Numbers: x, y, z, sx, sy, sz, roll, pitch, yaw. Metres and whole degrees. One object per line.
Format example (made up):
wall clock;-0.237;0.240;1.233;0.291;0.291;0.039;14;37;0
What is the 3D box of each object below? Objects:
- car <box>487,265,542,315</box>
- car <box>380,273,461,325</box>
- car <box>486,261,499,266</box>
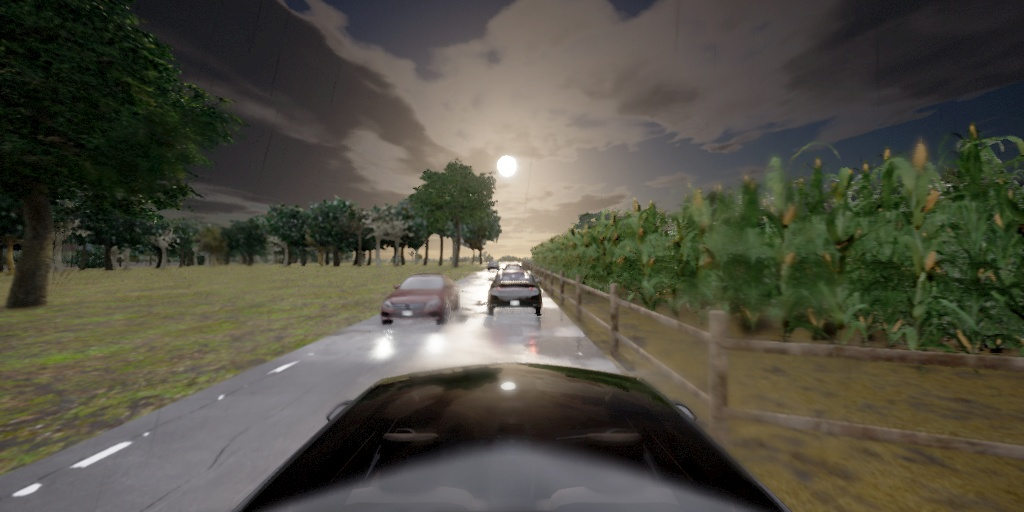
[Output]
car;0.095;1.286;13.786;2.128;1.511;4.902;0;0;0
car;-2.851;1.313;12.118;1.812;1.442;4.674;0;0;0
car;-2.831;1.539;55.092;1.837;1.490;4.892;0;0;0
